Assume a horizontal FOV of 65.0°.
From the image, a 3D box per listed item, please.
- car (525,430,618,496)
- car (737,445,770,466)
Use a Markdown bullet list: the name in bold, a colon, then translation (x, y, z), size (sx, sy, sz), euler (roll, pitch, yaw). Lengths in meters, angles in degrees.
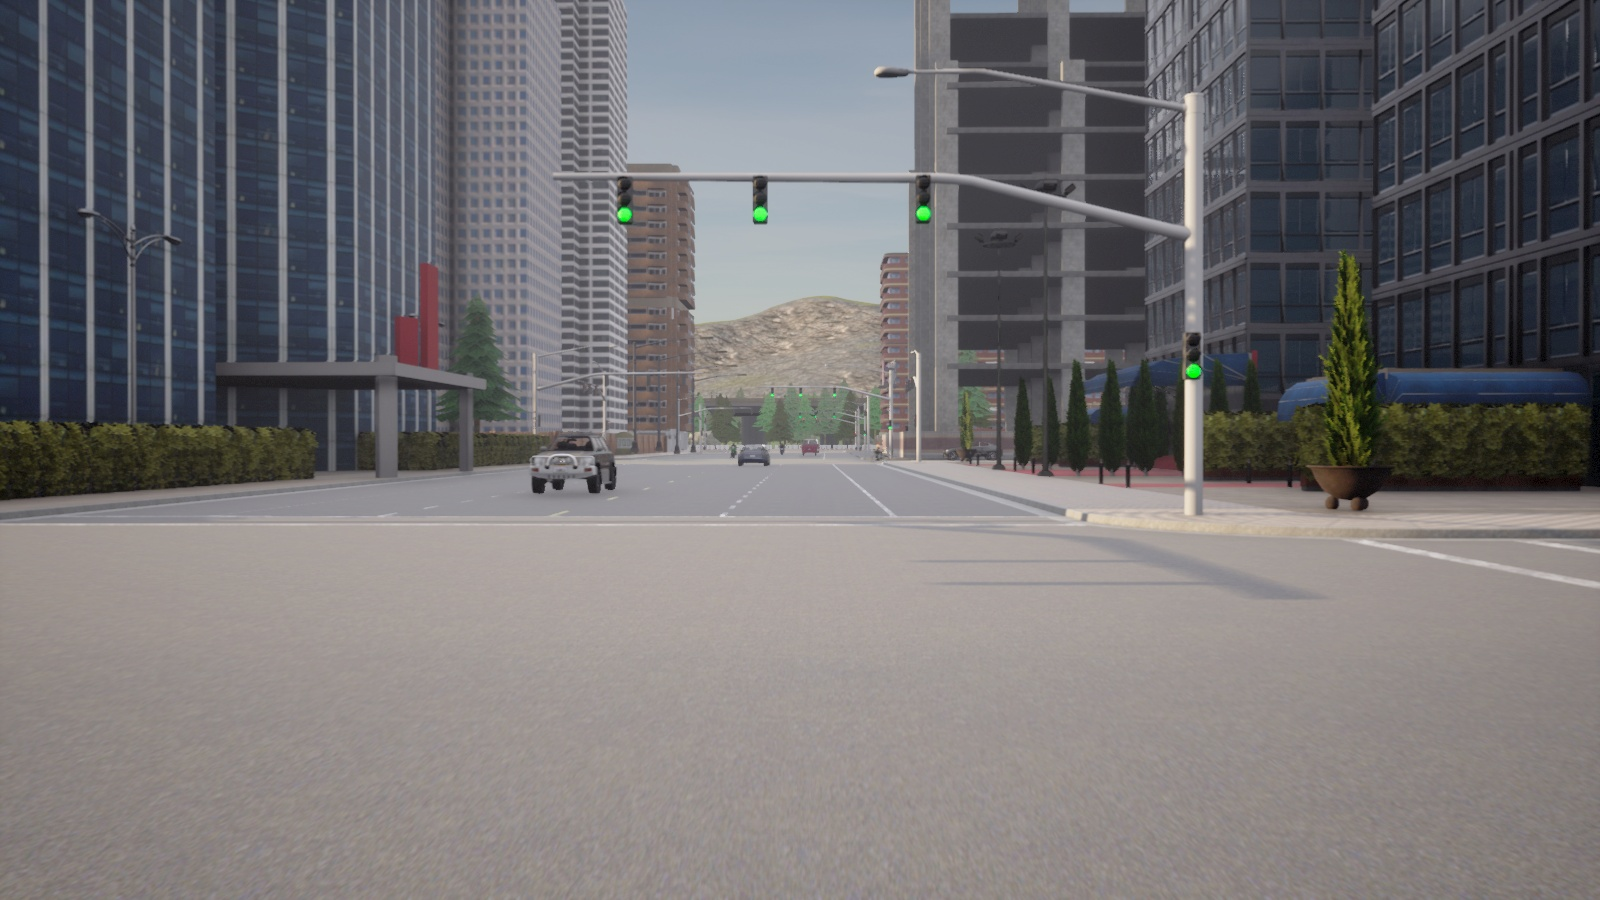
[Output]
- **car**: translation (-6.768, 0.345, 37.713), size (1.932, 1.855, 4.605), euler (0, 0, 0)
- **car**: translation (-3.012, 0.343, 82.405), size (1.994, 1.385, 4.181), euler (0, 0, 0)
